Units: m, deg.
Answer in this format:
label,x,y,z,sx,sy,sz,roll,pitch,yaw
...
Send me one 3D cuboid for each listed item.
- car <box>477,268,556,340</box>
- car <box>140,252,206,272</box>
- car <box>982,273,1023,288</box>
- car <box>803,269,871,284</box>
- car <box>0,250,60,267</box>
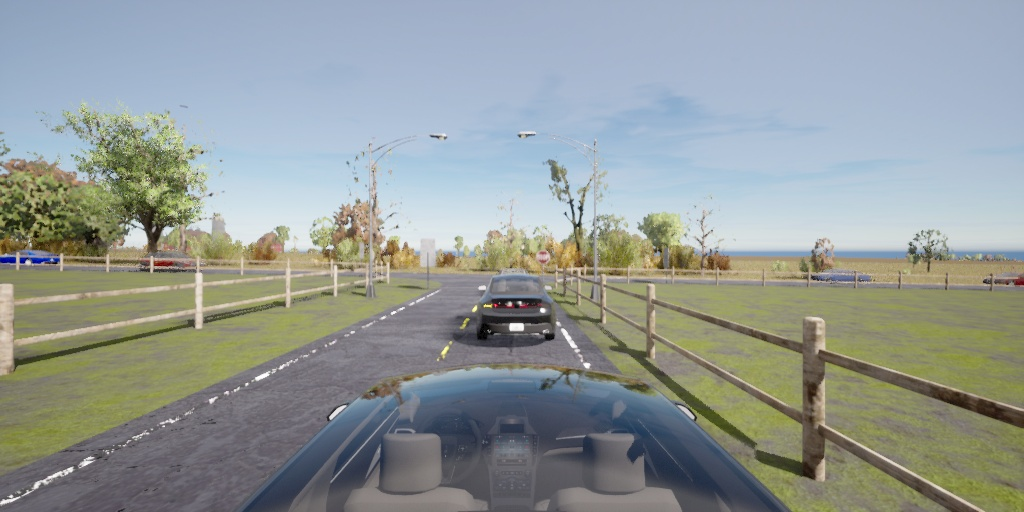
label,x,y,z,sx,sy,sz,roll,pitch,yaw
car,0.094,1.248,9.961,1.837,1.490,4.892,0,0,0
car,-30.277,0.477,32.107,4.553,1.767,2.097,1,1,0
car,49.067,2.345,34.973,4.674,1.442,1.812,1,1,0
car,31.735,1.966,35.065,5.357,1.411,2.033,1,1,0
car,-47.338,0.193,35.015,5.008,1.535,1.882,1,1,1
